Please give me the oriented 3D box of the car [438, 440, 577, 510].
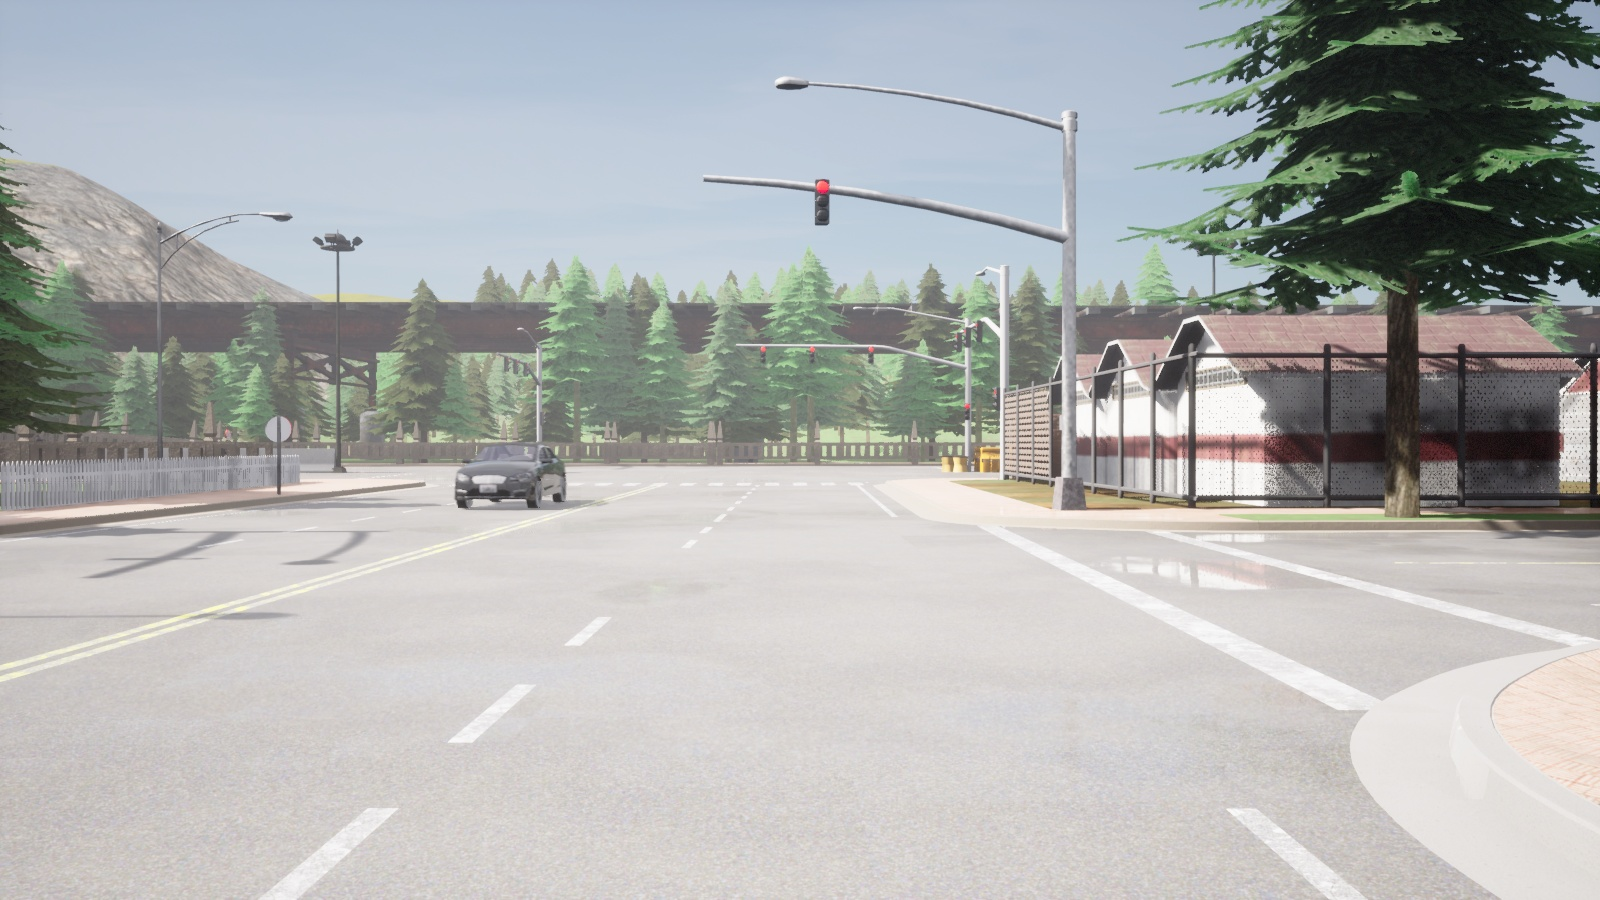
[{"bbox_3d":[-6.811,0.529,29.840,2.128,1.511,4.902,0,0,0],"label":"car"}]
